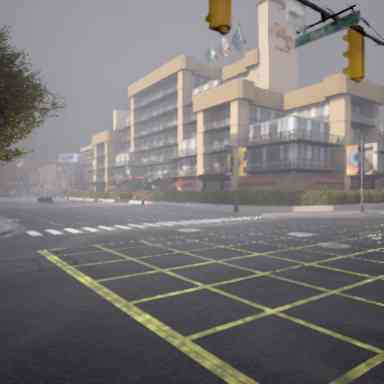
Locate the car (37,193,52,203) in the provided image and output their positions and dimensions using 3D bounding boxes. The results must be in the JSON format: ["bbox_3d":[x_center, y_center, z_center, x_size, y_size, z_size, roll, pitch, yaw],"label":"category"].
[{"bbox_3d":[-28.761,1.402,64.879,1.882,1.535,5.008,0,0,-36],"label":"car"}]
